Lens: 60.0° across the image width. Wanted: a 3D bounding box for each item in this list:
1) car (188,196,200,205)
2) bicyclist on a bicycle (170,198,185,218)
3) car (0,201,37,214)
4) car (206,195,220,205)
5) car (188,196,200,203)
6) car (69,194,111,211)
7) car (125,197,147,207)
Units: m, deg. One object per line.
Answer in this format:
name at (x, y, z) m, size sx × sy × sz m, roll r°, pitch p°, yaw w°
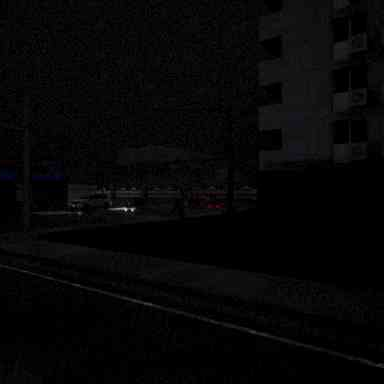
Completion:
car at (0.410, 1.564, 59.076) m, size 1.994 × 1.385 × 4.181 m, roll 0°, pitch 0°, yaw 4°
bicyclist on a bicycle at (-1.204, 1.300, 27.316) m, size 1.656 × 1.620 × 0.582 m, roll 0°, pitch 0°, yaw 36°
car at (-17.921, 1.601, 32.486) m, size 1.895 × 1.301 × 4.718 m, roll 0°, pitch 0°, yaw 35°
car at (3.882, 1.526, 58.485) m, size 1.812 × 1.442 × 4.674 m, roll 0°, pitch 0°, yaw 4°
car at (0.354, 1.564, 67.487) m, size 1.994 × 1.385 × 4.181 m, roll 0°, pitch 0°, yaw -8°
car at (-12.335, 1.221, 40.738) m, size 2.150 × 2.045 × 5.566 m, roll 0°, pitch 0°, yaw 29°
car at (-8.387, 1.491, 50.014) m, size 2.128 × 1.511 × 4.902 m, roll 0°, pitch 0°, yaw 15°
